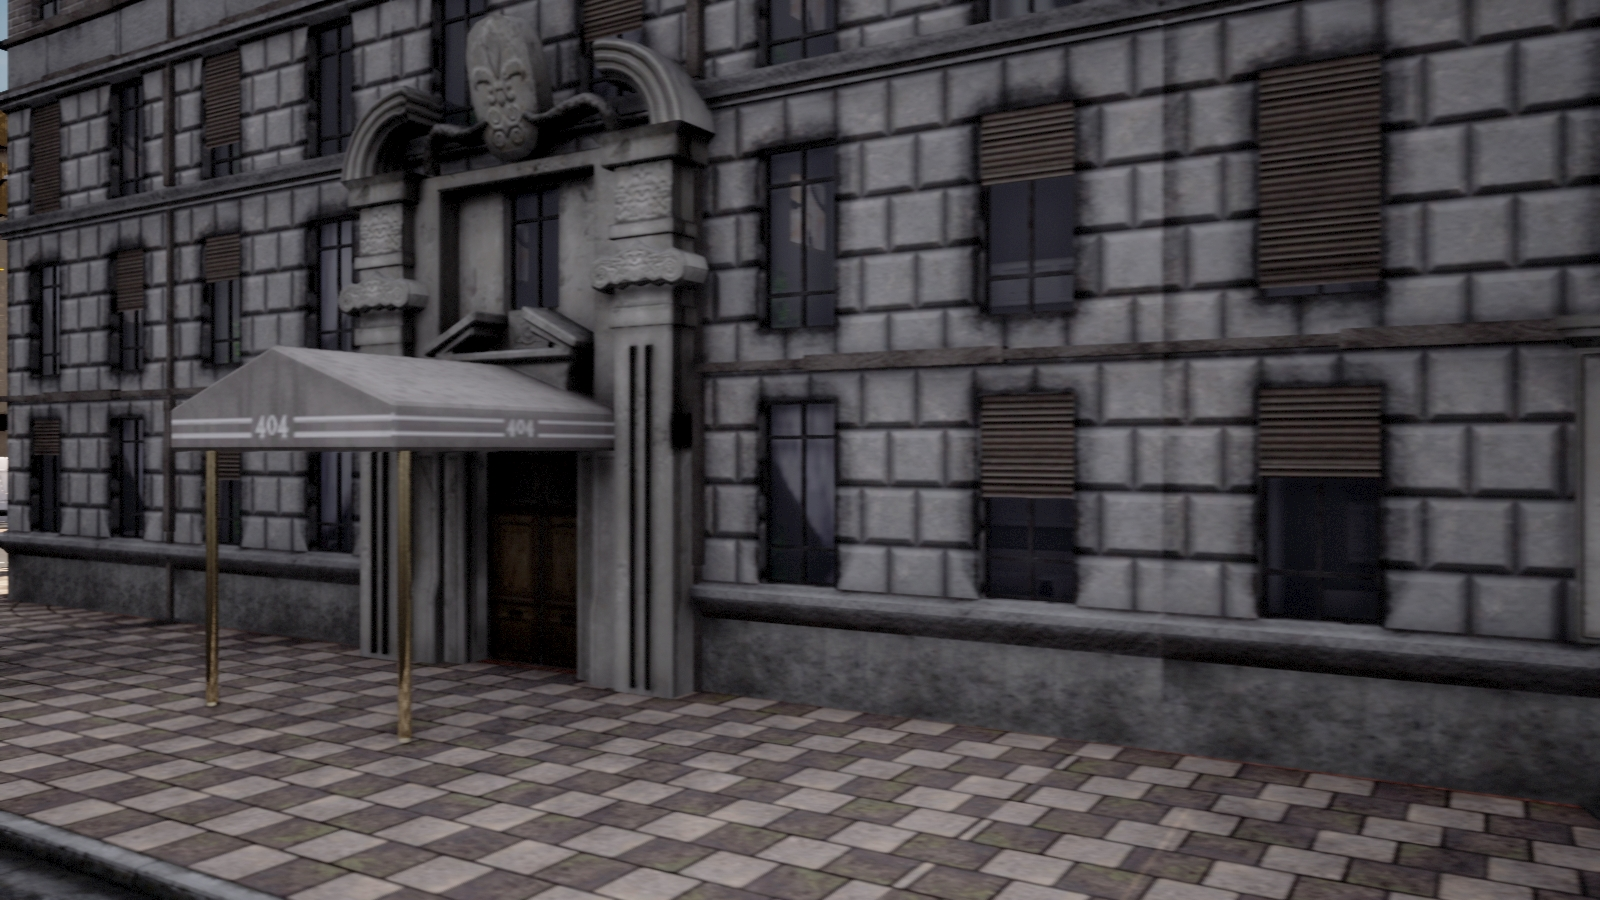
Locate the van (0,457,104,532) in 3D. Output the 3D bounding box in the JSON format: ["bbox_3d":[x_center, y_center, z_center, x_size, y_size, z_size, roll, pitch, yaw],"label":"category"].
[{"bbox_3d":[-28.192,1.533,40.355,1.988,2.561,5.915,0,0,31],"label":"van"}]

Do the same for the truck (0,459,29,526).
[{"bbox_3d":[-31.553,1.567,41.563,2.627,2.467,5.204,0,0,30],"label":"truck"}]
